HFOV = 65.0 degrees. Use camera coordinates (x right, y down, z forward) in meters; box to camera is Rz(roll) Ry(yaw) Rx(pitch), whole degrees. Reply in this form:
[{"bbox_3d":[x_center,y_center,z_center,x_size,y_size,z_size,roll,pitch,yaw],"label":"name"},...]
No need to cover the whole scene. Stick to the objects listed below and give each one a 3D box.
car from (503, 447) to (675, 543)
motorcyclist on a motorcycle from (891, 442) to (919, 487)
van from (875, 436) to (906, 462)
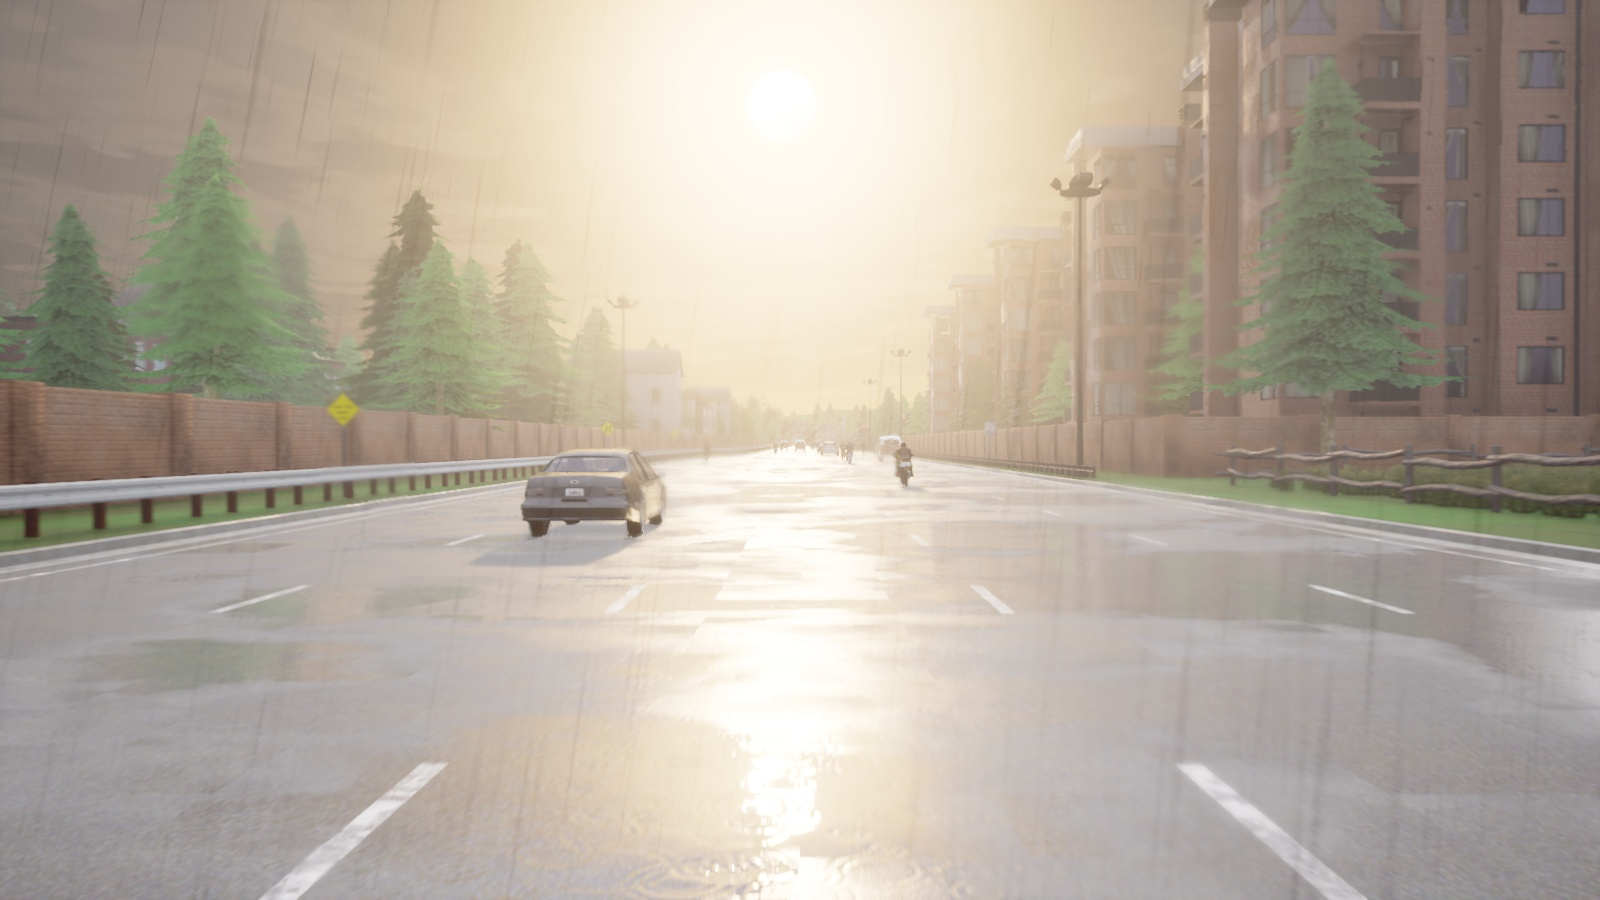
[{"bbox_3d":[-3.419,0.669,21.453,2.033,1.411,5.357,0,0,0],"label":"car"},{"bbox_3d":[3.578,0.485,43.062,0.797,1.523,2.044,0,0,0],"label":"motorcyclist on a motorcycle"},{"bbox_3d":[7.070,-0.087,98.483,2.069,2.038,4.480,0,0,0],"label":"van"}]
